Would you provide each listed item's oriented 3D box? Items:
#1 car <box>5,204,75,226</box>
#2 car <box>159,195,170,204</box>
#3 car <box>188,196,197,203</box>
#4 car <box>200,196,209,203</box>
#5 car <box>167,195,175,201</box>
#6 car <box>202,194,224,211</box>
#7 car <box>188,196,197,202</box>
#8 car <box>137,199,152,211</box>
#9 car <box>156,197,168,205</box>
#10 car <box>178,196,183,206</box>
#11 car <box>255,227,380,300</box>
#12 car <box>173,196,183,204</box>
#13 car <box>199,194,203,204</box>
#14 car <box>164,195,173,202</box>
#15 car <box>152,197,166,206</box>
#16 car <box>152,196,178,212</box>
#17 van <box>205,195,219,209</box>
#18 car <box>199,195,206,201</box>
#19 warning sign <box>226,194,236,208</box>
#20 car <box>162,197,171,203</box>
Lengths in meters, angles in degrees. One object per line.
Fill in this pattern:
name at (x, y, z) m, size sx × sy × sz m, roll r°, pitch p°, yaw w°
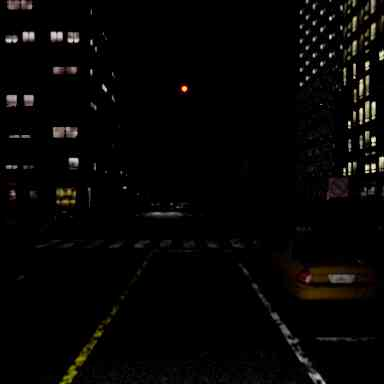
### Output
car at (-11.270, 1.649, 24.617) m, size 5.008 × 1.535 × 1.882 m, roll -1°, pitch -1°, yaw 7°
car at (-5.612, 1.529, 68.185) m, size 1.967 × 1.590 × 4.097 m, roll 0°, pitch 0°, yaw 0°
car at (0.084, 1.570, 69.321) m, size 1.882 × 1.535 × 5.008 m, roll 0°, pitch 0°, yaw 0°
car at (2.776, 1.647, 73.701) m, size 1.887 × 1.381 × 4.507 m, roll 0°, pitch 0°, yaw 0°
car at (-5.584, 1.667, 90.122) m, size 1.752 × 1.417 × 4.829 m, roll 0°, pitch 0°, yaw 0°
car at (2.735, 1.351, 40.542) m, size 2.192 × 1.841 × 5.009 m, roll 0°, pitch 0°, yaw 0°
car at (0.097, 1.569, 79.739) m, size 2.033 × 1.411 × 5.357 m, roll 0°, pitch 0°, yaw 0°
car at (-5.644, 1.587, 40.552) m, size 2.008 × 1.369 × 4.403 m, roll 0°, pitch 0°, yaw 0°
car at (-5.618, 1.622, 62.657) m, size 1.887 × 1.381 × 4.507 m, roll 0°, pitch 0°, yaw 0°
car at (-3.024, 1.607, 54.344) m, size 2.033 × 1.411 × 5.357 m, roll 0°, pitch 0°, yaw 0°
car at (2.697, 1.530, 8.299) m, size 1.752 × 1.417 × 4.829 m, roll 0°, pitch 0°, yaw 0°
car at (-2.915, 1.562, 69.607) m, size 1.882 × 1.535 × 5.008 m, roll 0°, pitch 0°, yaw 0°
car at (2.761, 1.392, 62.648) m, size 2.192 × 1.841 × 5.009 m, roll 0°, pitch 0°, yaw 0°
car at (-5.598, 1.555, 79.238) m, size 1.967 × 1.590 × 4.097 m, roll 0°, pitch 0°, yaw 0°
car at (-5.624, 1.616, 57.131) m, size 2.008 × 1.369 × 4.403 m, roll 0°, pitch 0°, yaw 0°
car at (-3.051, 1.387, 39.142) m, size 2.097 × 1.767 × 4.553 m, roll 0°, pitch 0°, yaw 0°
van at (2.741, 1.386, 46.068) m, size 1.690 × 1.788 × 3.998 m, roll 0°, pitch 0°, yaw 0°
car at (2.796, 1.669, 90.451) m, size 1.752 × 1.417 × 4.829 m, roll 0°, pitch 0°, yaw 0°
warning sign at (5.126, 1.156, 43.796) m, size 1.300 × 1.860 × 1.060 m, roll 0°, pitch 0°, yaw 0°
car at (-5.604, 1.684, 73.712) m, size 1.802 × 1.307 × 4.206 m, roll 0°, pitch 0°, yaw 0°
